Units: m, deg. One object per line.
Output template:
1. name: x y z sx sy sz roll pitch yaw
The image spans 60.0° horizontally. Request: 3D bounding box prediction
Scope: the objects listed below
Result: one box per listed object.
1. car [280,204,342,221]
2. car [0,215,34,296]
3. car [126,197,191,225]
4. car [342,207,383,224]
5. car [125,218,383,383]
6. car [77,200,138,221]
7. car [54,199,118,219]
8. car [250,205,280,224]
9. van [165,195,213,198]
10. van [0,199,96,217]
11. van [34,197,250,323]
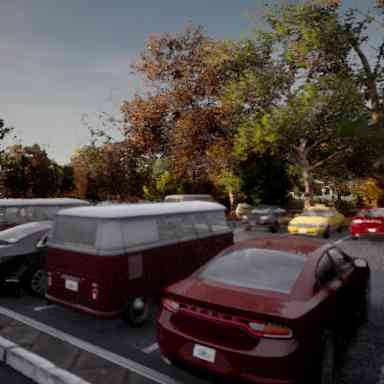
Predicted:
1. car: 6.665 1.447 17.537 1.946 1.575 5.366 0 0 35
2. car: -3.016 1.439 8.593 2.231 1.521 4.892 0 0 35
3. car: -2.316 1.283 24.124 2.185 1.767 4.553 0 0 35
4. car: 9.040 1.462 16.068 2.097 1.535 5.008 0 0 35
5. car: 1.552 1.461 5.343 2.097 1.535 5.008 0 0 35
6. car: -6.830 1.439 27.386 2.002 1.452 4.674 0 0 36
7. car: -9.096 1.399 29.008 2.097 1.535 5.008 0 0 36
8. car: 4.502 1.479 19.301 2.002 1.452 4.674 0 0 35
9. van: 0.033 1.191 22.630 1.878 1.987 4.442 0 0 35
10. van: -5.363 1.201 10.130 1.878 1.987 4.442 0 0 35
11. van: -0.661 1.224 7.067 1.878 1.987 4.442 0 0 35
